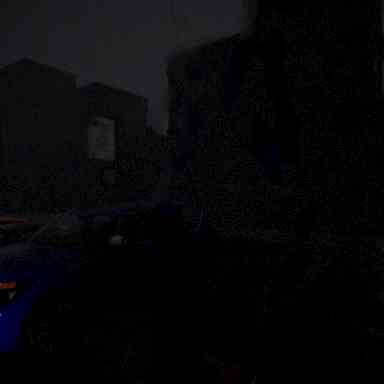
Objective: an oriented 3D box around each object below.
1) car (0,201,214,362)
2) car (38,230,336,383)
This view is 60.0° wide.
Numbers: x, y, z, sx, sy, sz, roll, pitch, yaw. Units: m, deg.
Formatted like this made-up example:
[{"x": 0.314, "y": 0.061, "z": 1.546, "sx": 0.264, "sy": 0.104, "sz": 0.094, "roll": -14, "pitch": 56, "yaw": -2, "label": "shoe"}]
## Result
[{"x": -1.592, "y": 1.242, "z": 6.455, "sx": 2.435, "sy": 2.045, "sz": 5.566, "roll": 0, "pitch": 0, "yaw": 35, "label": "car"}, {"x": 0.672, "y": 1.516, "z": 4.840, "sx": 2.163, "sy": 1.488, "sz": 4.792, "roll": 0, "pitch": 0, "yaw": 35, "label": "car"}]
